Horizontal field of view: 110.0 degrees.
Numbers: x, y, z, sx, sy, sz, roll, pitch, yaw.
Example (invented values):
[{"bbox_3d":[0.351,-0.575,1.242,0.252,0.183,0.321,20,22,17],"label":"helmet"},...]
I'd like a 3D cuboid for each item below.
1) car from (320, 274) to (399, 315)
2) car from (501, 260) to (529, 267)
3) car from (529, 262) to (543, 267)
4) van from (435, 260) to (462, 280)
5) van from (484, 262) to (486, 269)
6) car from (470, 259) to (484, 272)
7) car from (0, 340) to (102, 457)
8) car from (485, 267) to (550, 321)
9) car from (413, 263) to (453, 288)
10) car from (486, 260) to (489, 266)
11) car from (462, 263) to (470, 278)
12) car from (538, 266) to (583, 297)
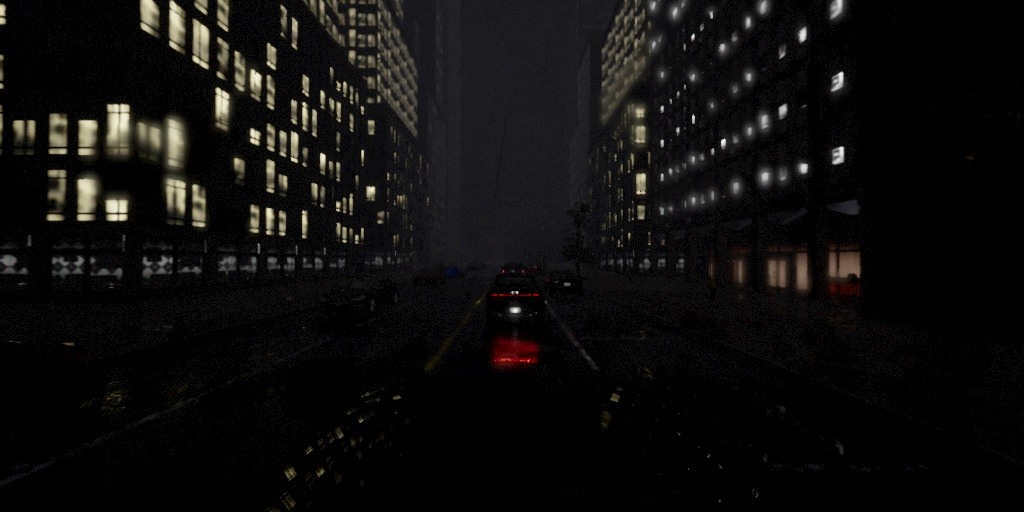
[{"bbox_3d":[-5.691,1.375,13.878,2.007,1.370,4.403,0,0,0],"label":"car"},{"bbox_3d":[0.100,1.274,30.098,2.097,1.767,4.553,0,0,0],"label":"car"},{"bbox_3d":[2.690,1.433,42.324,1.967,1.591,4.097,0,0,0],"label":"car"},{"bbox_3d":[-5.691,1.268,30.955,1.690,1.789,3.998,0,0,0],"label":"van"},{"bbox_3d":[-5.691,1.430,59.416,1.690,1.789,3.998,0,0,0],"label":"van"},{"bbox_3d":[-5.691,1.497,53.723,1.967,1.591,4.097,0,0,0],"label":"car"},{"bbox_3d":[-5.690,1.337,2.493,1.802,1.307,4.207,0,0,0],"label":"car"},{"bbox_3d":[0.100,1.323,12.779,1.837,1.490,4.892,0,0,0],"label":"car"},{"bbox_3d":[-5.691,1.438,25.263,1.888,1.381,4.507,0,0,0],"label":"car"},{"bbox_3d":[-5.691,1.687,65.108,1.948,1.339,4.313,0,0,0],"label":"car"},{"bbox_3d":[-5.691,1.542,36.647,1.802,1.307,4.207,0,0,0],"label":"car"},{"bbox_3d":[2.690,1.425,19.558,1.948,1.339,4.313,0,0,0],"label":"car"}]
